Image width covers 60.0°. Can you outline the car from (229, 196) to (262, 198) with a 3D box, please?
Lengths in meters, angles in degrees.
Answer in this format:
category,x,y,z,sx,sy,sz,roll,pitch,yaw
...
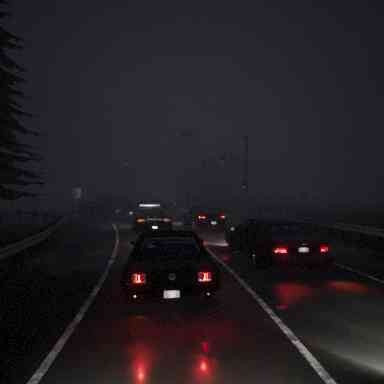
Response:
category,x,y,z,sx,sy,sz,roll,pitch,yaw
car,10.117,1.514,62.791,4.892,1.490,1.837,0,0,-20

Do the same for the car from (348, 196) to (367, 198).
category,x,y,z,sx,sy,sz,roll,pitch,yaw
car,38.154,1.551,74.869,5.357,1.411,2.033,0,0,-31

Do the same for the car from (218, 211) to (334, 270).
category,x,y,z,sx,sy,sz,roll,pitch,yaw
car,2.537,1.549,11.110,2.033,1.411,5.357,0,0,-8

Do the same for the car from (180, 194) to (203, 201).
category,x,y,z,sx,sy,sz,roll,pitch,yaw
car,0.474,1.573,59.183,4.181,1.385,1.994,0,0,-21

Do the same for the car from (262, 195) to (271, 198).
category,x,y,z,sx,sy,sz,roll,pitch,yaw
car,17.776,1.550,69.329,5.357,1.411,2.033,0,0,-21

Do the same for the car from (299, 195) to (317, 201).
category,x,y,z,sx,sy,sz,roll,pitch,yaw
car,28.374,1.565,81.306,4.181,1.385,1.994,0,0,-27

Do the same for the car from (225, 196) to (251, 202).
category,x,y,z,sx,sy,sz,roll,pitch,yaw
car,10.268,1.551,73.983,5.357,1.411,2.033,0,0,-21

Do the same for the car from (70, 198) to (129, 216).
category,x,y,z,sx,sy,sz,roll,pitch,yaw
car,-9.186,1.559,32.901,5.357,1.411,2.033,0,0,-21

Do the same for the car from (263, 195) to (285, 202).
category,x,y,z,sx,sy,sz,roll,pitch,yaw
car,19.110,1.512,77.310,4.892,1.490,1.837,0,0,-21

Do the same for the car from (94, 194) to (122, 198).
category,x,y,z,sx,sy,sz,roll,pitch,yaw
car,-10.256,1.233,43.717,5.566,2.045,2.150,0,0,-21

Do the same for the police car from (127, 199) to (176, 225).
category,x,y,z,sx,sy,sz,roll,pitch,yaw
police car,-2.274,1.428,17.819,1.930,1.638,5.238,0,0,-13

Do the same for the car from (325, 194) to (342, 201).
category,x,y,z,sx,sy,sz,roll,pitch,yaw
car,36.969,1.338,86.856,4.553,1.767,2.097,0,0,-35

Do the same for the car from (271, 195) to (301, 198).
category,x,y,z,sx,sy,sz,roll,pitch,yaw
car,18.642,1.536,65.937,4.674,1.442,1.812,0,0,-20

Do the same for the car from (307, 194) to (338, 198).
category,x,y,z,sx,sy,sz,roll,pitch,yaw
car,27.090,1.488,69.143,5.008,1.535,1.882,0,0,-21

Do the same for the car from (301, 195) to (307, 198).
category,x,y,z,sx,sy,sz,roll,pitch,yaw
car,26.879,1.551,72.834,5.357,1.411,2.033,0,0,-23

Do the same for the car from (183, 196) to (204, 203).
category,x,y,z,sx,sy,sz,roll,pitch,yaw
car,0.303,1.563,70.234,4.181,1.385,1.994,0,0,-21

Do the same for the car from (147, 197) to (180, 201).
category,x,y,z,sx,sy,sz,roll,pitch,yaw
car,-4.305,1.487,38.477,5.008,1.535,1.882,0,0,-21

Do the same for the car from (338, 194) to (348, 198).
category,x,y,z,sx,sy,sz,roll,pitch,yaw
car,36.110,1.552,77.712,5.357,1.411,2.033,0,0,-31

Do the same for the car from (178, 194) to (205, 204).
category,x,y,z,sx,sy,sz,roll,pitch,yaw
car,-0.085,1.362,62.713,4.553,1.767,2.097,0,0,-22

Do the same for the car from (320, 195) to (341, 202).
category,x,y,z,sx,sy,sz,roll,pitch,yaw
car,33.365,1.537,80.106,4.902,1.511,2.128,0,0,-31

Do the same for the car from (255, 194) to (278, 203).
category,x,y,z,sx,sy,sz,roll,pitch,yaw
car,16.192,1.366,72.472,4.553,1.767,2.097,0,0,-21

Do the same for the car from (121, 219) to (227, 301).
category,x,y,z,sx,sy,sz,roll,pitch,yaw
car,-0.605,1.602,8.356,1.895,1.301,4.718,0,0,-6

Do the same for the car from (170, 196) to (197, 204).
category,x,y,z,sx,sy,sz,roll,pitch,yaw
car,-1.610,1.501,65.853,4.902,1.511,2.128,0,0,-20

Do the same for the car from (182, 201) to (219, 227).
category,x,y,z,sx,sy,sz,roll,pitch,yaw
car,0.670,1.529,20.511,1.812,1.442,4.674,0,0,-13

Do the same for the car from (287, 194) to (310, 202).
category,x,y,z,sx,sy,sz,roll,pitch,yaw
car,24.248,1.367,75.554,4.553,1.767,2.097,0,0,-21

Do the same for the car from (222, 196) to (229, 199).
category,x,y,z,sx,sy,sz,roll,pitch,yaw
car,8.947,1.536,66.061,4.674,1.442,1.812,0,0,-20
